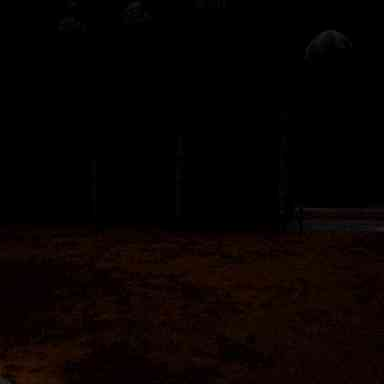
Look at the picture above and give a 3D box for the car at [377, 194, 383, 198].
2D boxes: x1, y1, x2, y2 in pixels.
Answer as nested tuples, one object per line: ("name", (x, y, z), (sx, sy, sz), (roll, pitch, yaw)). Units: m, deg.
("car", (44.662, 1.350, 76.486), (3.988, 1.617, 1.851), (0, 0, 19))
